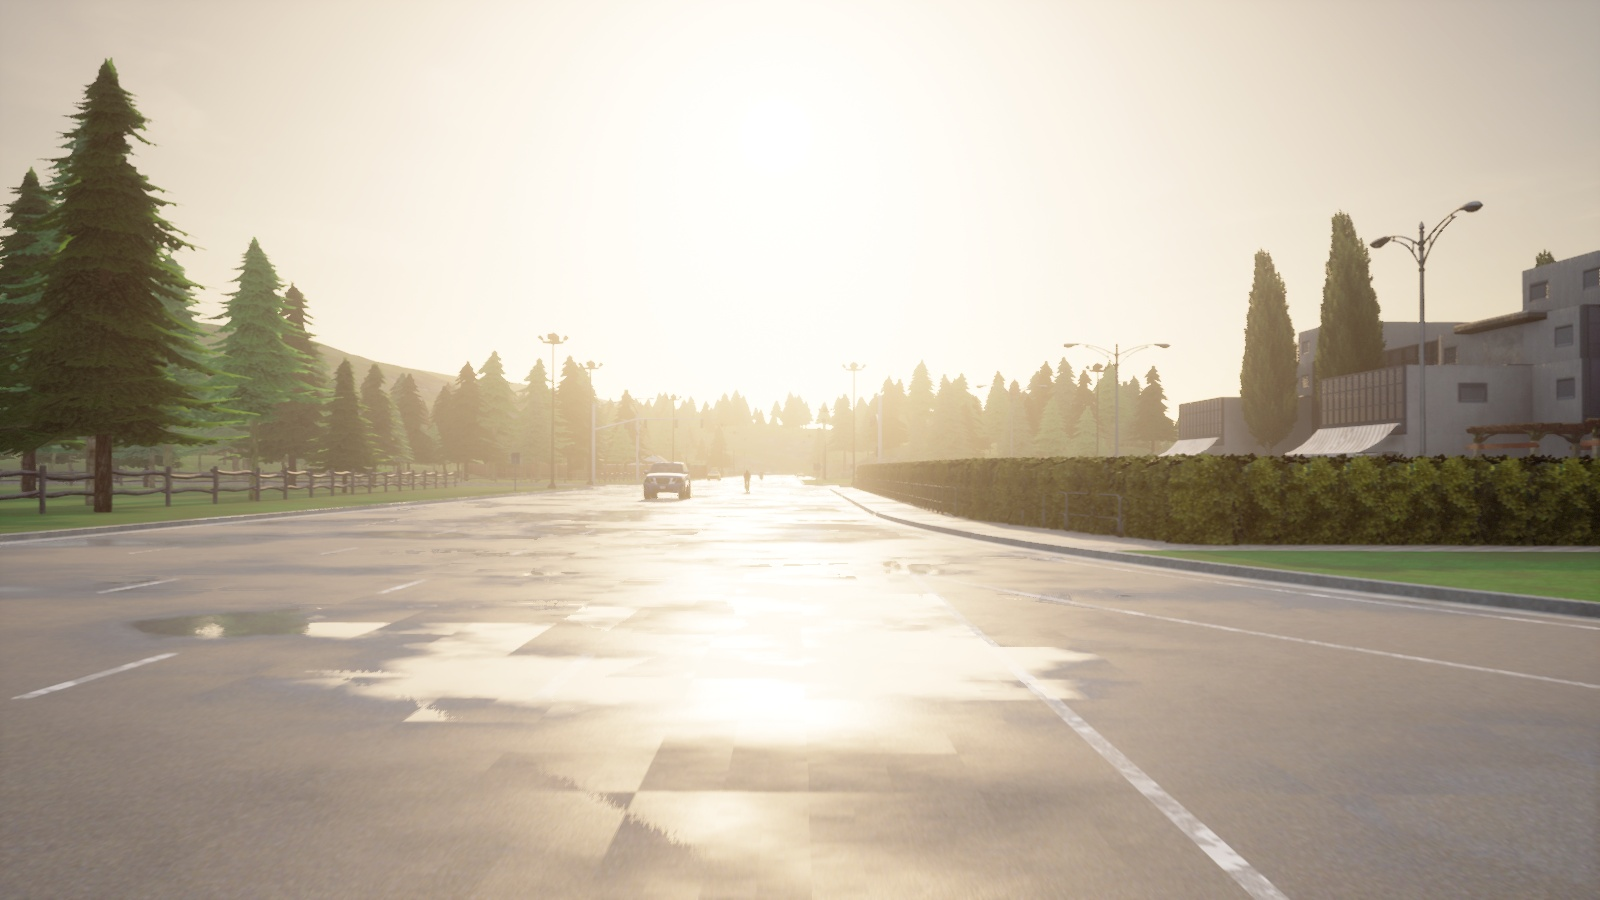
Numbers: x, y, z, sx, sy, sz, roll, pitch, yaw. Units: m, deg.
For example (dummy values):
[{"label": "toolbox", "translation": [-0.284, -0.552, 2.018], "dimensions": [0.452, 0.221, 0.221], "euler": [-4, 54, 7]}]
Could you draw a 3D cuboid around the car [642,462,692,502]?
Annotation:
[{"label": "car", "translation": [-7.160, 1.704, 68.187], "dimensions": [2.150, 2.045, 5.566], "euler": [0, -1, 0]}]
